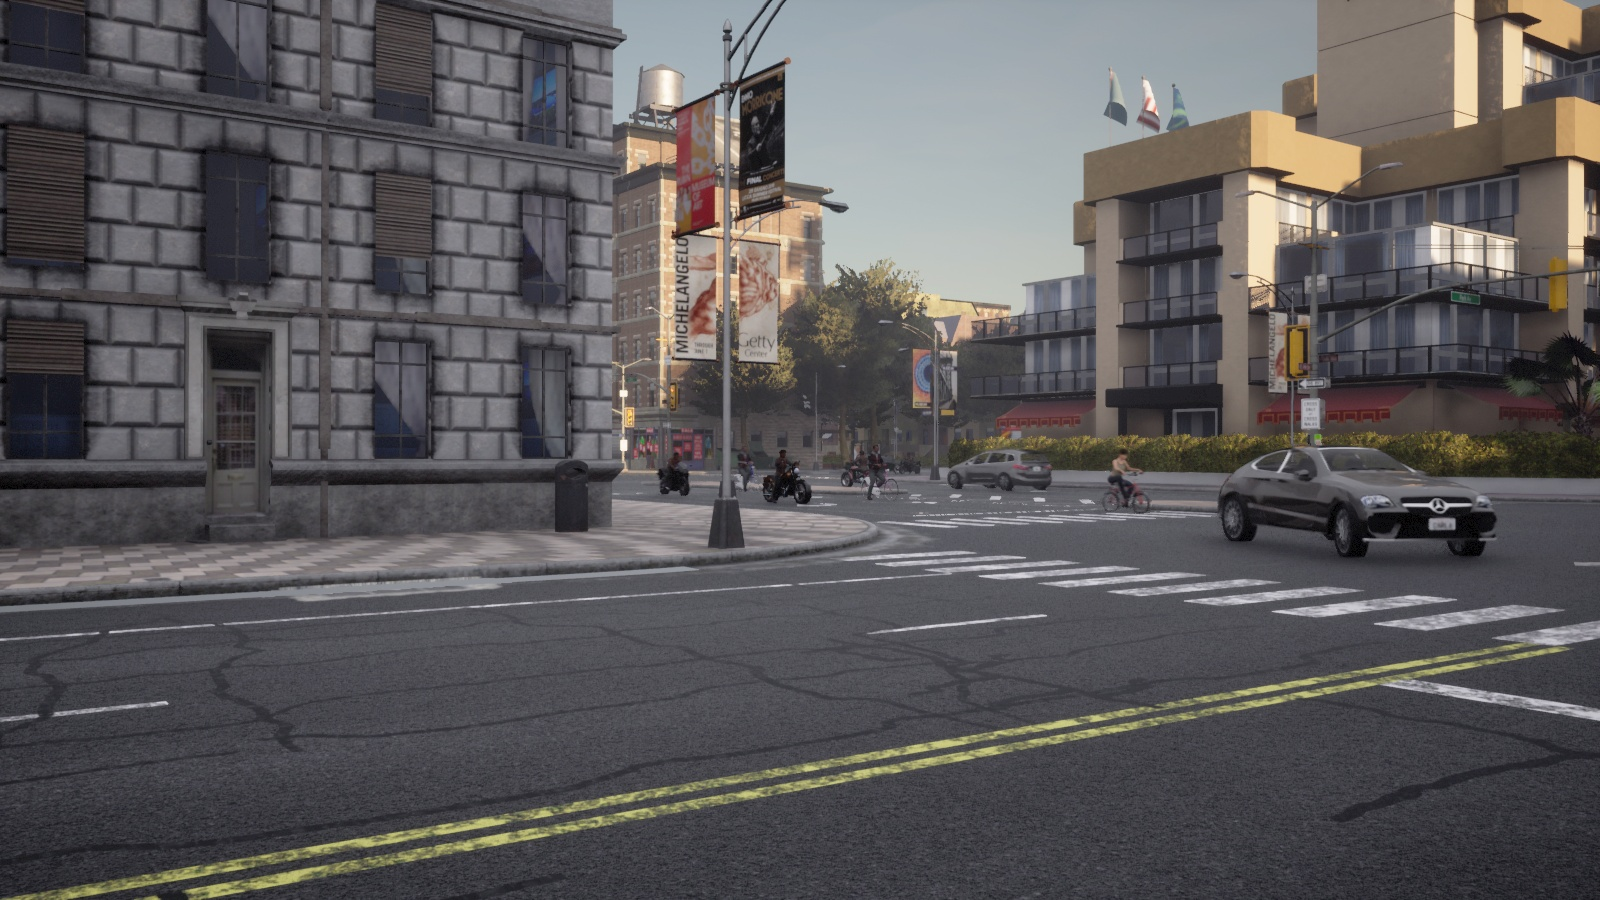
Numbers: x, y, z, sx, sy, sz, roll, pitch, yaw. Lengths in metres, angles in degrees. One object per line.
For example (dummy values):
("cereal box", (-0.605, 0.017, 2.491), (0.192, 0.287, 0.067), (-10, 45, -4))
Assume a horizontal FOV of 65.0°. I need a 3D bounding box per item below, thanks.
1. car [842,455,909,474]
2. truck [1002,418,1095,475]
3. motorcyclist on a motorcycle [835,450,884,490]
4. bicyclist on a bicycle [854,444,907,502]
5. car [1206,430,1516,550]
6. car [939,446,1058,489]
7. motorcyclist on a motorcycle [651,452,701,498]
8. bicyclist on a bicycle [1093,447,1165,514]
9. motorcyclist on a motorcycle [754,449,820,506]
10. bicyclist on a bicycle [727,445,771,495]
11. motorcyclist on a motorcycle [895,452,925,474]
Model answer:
("car", (5.515, 1.057, 91.330), (4.718, 1.301, 1.895), (0, 0, -35))
("truck", (17.713, -0.239, 89.075), (2.891, 3.827, 8.468), (0, 0, 39))
("motorcyclist on a motorcycle", (2.499, 0.820, 53.207), (0.766, 1.649, 2.350), (0, 0, -35))
("bicyclist on a bicycle", (2.505, 0.706, 39.251), (0.659, 1.776, 1.843), (0, 0, -35))
("car", (8.604, 0.554, 19.906), (2.152, 1.651, 5.027), (0, 0, -8))
("car", (8.056, 0.698, 51.372), (2.242, 1.667, 4.611), (0, 0, -35))
("motorcyclist on a motorcycle", (-4.239, 0.841, 42.781), (0.797, 1.523, 2.044), (0, -1, -35))
("bicyclist on a bicycle", (8.158, 0.740, 31.187), (0.866, 1.612, 1.509), (0, 0, -35))
("motorcyclist on a motorcycle", (-0.392, 0.787, 37.286), (0.766, 1.649, 2.350), (0, 0, -35))
("bicyclist on a bicycle", (-1.857, 0.731, 45.481), (0.659, 1.776, 1.843), (0, 0, -35))
("motorcyclist on a motorcycle", (7.749, 0.927, 88.624), (2.044, 1.523, 0.797), (0, 0, -35))
